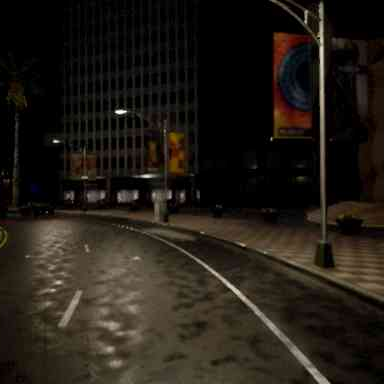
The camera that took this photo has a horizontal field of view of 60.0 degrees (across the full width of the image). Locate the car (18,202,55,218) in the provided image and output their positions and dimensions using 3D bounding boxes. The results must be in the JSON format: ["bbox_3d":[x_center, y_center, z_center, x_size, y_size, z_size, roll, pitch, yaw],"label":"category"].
[{"bbox_3d":[-15.078,1.676,32.111,4.902,1.511,2.128,0,0,43],"label":"car"}]

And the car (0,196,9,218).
[{"bbox_3d":[-19.393,1.434,31.344,5.566,2.045,2.150,-1,0,38],"label":"car"}]
